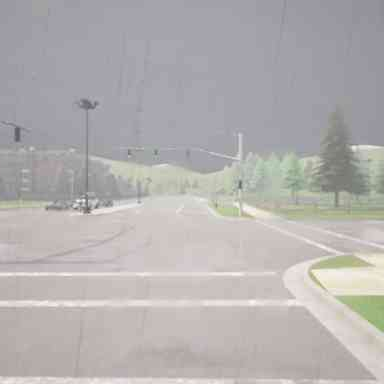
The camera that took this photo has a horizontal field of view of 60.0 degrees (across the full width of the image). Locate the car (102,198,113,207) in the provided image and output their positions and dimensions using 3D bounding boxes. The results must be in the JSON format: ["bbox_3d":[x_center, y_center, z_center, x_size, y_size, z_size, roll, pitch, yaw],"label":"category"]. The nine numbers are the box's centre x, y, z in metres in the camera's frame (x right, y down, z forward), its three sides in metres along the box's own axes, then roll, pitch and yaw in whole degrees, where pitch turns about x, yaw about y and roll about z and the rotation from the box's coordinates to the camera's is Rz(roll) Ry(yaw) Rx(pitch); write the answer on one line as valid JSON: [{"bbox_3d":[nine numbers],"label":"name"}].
[{"bbox_3d":[-15.062,1.839,57.773,2.128,1.511,4.902,0,0,1],"label":"car"}]

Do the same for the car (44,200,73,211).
[{"bbox_3d":[-18.603,1.877,46.024,1.895,1.301,4.718,0,0,0],"label":"car"}]

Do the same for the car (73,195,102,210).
[{"bbox_3d":[-15.101,1.508,47.763,2.150,2.045,5.566,0,0,0],"label":"car"}]

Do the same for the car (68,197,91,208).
[{"bbox_3d":[-18.578,1.683,55.138,2.097,1.767,4.553,0,0,0],"label":"car"}]
